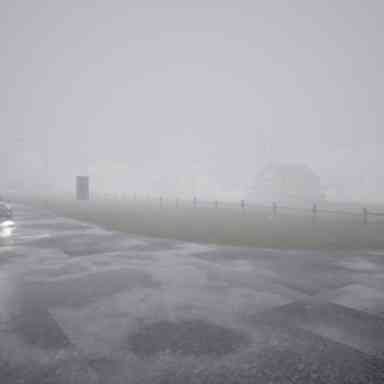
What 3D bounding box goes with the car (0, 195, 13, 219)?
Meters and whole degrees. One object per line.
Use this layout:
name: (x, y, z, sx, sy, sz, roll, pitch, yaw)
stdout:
car: (-14.169, 0.965, 23.658, 2.097, 1.767, 4.553, 0, 1, -35)
